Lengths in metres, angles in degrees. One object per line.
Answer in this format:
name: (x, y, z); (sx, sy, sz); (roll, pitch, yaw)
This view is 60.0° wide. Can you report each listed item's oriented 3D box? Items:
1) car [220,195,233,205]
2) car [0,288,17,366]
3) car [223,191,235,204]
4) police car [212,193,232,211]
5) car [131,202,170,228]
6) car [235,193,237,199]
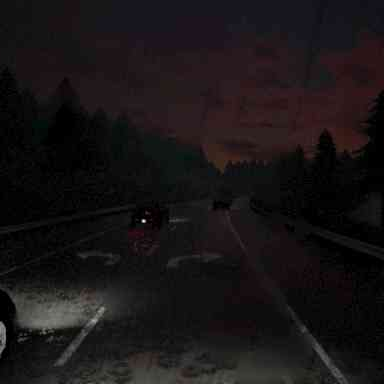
car: (5.564, 1.286, 53.782); (1.812, 1.442, 4.674); (0, 0, 9)
car: (-3.338, 1.490, 2.635); (1.837, 1.490, 4.892); (0, 0, 1)
car: (4.647, 1.137, 47.933); (2.097, 1.767, 4.553); (0, 0, 8)
police car: (3.371, 1.254, 38.343); (1.930, 1.638, 5.238); (0, 0, 7)
car: (-2.605, 1.405, 21.482); (1.837, 1.490, 4.892); (0, 0, 4)
car: (7.741, 0.767, 71.263); (2.150, 2.045, 5.566); (0, 0, 11)
